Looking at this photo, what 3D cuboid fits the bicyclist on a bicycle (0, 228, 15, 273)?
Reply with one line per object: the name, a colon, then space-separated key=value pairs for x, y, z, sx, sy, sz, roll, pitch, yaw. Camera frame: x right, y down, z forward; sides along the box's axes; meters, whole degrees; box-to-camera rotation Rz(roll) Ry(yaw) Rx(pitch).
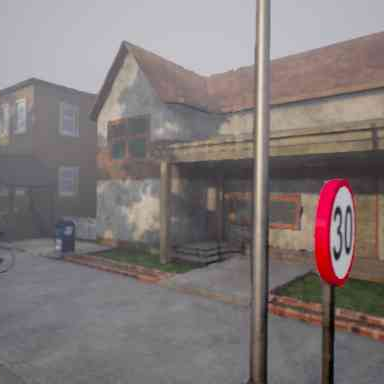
bicyclist on a bicycle: x=-5.248 y=1.310 z=8.269 sx=0.582 sy=1.620 sz=1.656 roll=1 pitch=0 yaw=38
